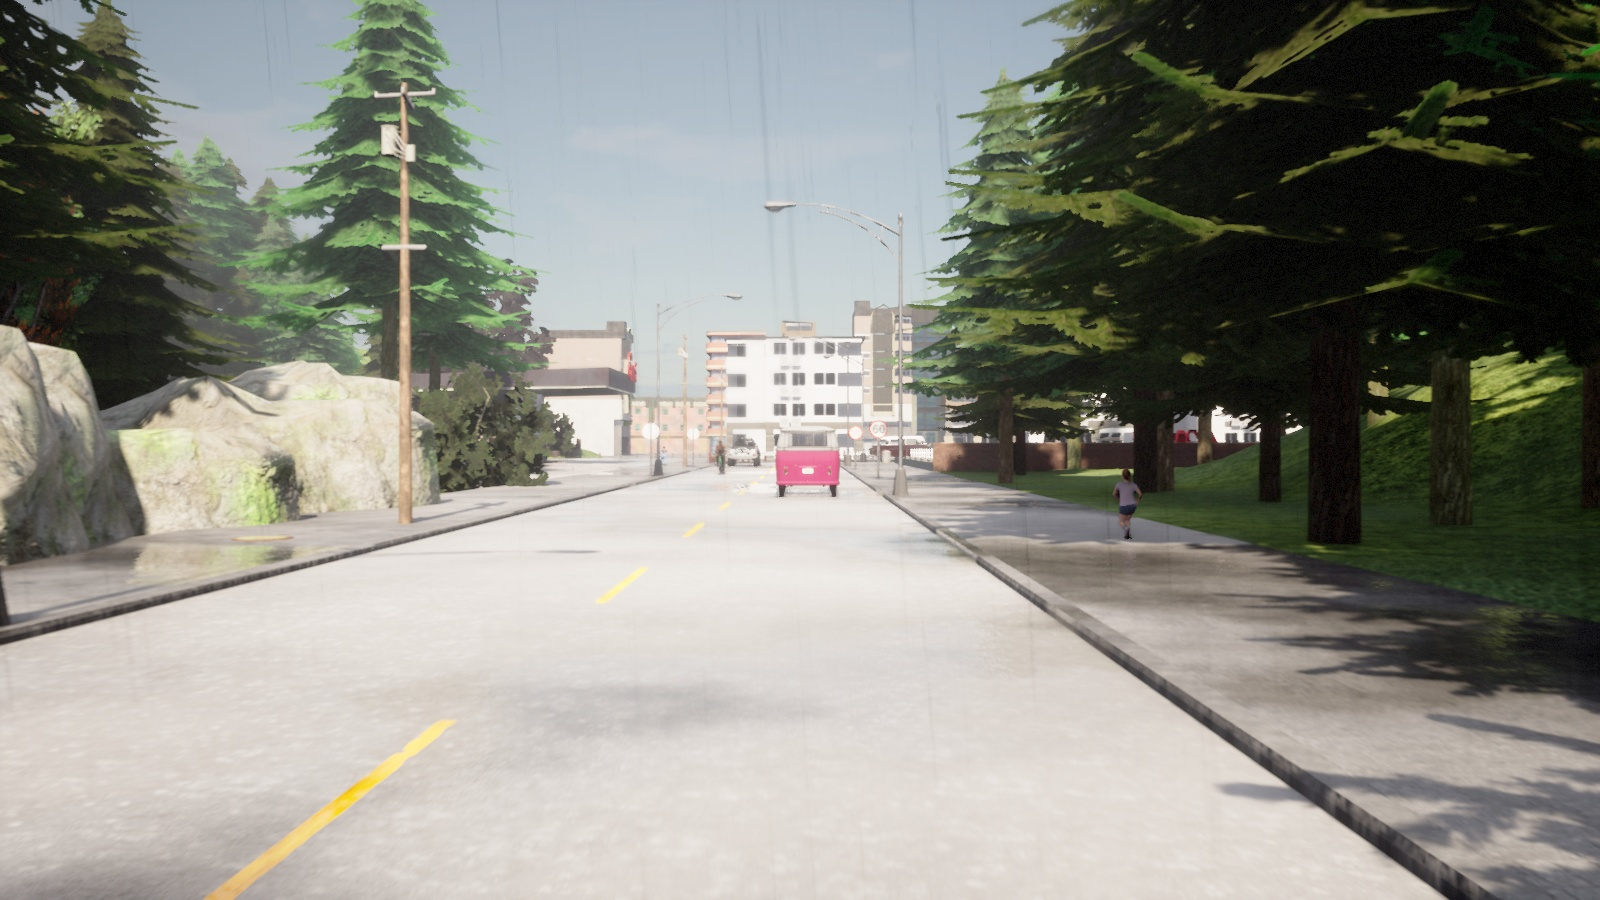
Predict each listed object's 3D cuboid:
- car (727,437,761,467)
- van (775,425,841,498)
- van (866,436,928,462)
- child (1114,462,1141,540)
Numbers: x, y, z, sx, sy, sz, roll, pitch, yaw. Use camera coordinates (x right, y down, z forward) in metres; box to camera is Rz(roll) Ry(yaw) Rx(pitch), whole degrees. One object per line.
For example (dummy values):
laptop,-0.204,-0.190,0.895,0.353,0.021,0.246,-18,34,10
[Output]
car,-3.588,0.106,80.736,1.932,1.855,4.605,0,0,1
van,0.224,0.294,36.311,1.775,1.987,4.442,0,0,0
van,7.491,-0.069,97.108,4.480,2.038,2.069,0,0,-4
child,4.733,0.738,18.158,0.255,1.110,0.394,0,0,-4
